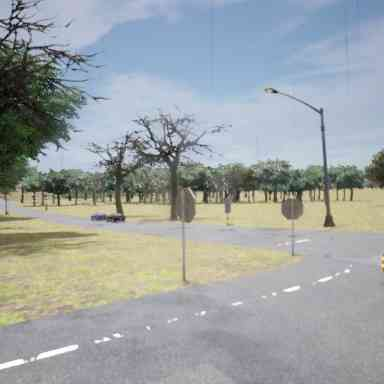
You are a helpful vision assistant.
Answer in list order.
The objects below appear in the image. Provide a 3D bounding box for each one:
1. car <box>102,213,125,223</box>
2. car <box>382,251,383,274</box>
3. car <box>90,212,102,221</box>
[{"bbox_3d":[-12.537,4.153,54.241,1.882,1.535,5.008,-1,-2,-34],"label":"car"},{"bbox_3d":[7.013,1.574,8.907,5.008,1.535,1.882,3,-3,-35],"label":"car"},{"bbox_3d":[-17.029,4.480,60.748,1.882,1.535,5.008,-1,-1,-34],"label":"car"}]
